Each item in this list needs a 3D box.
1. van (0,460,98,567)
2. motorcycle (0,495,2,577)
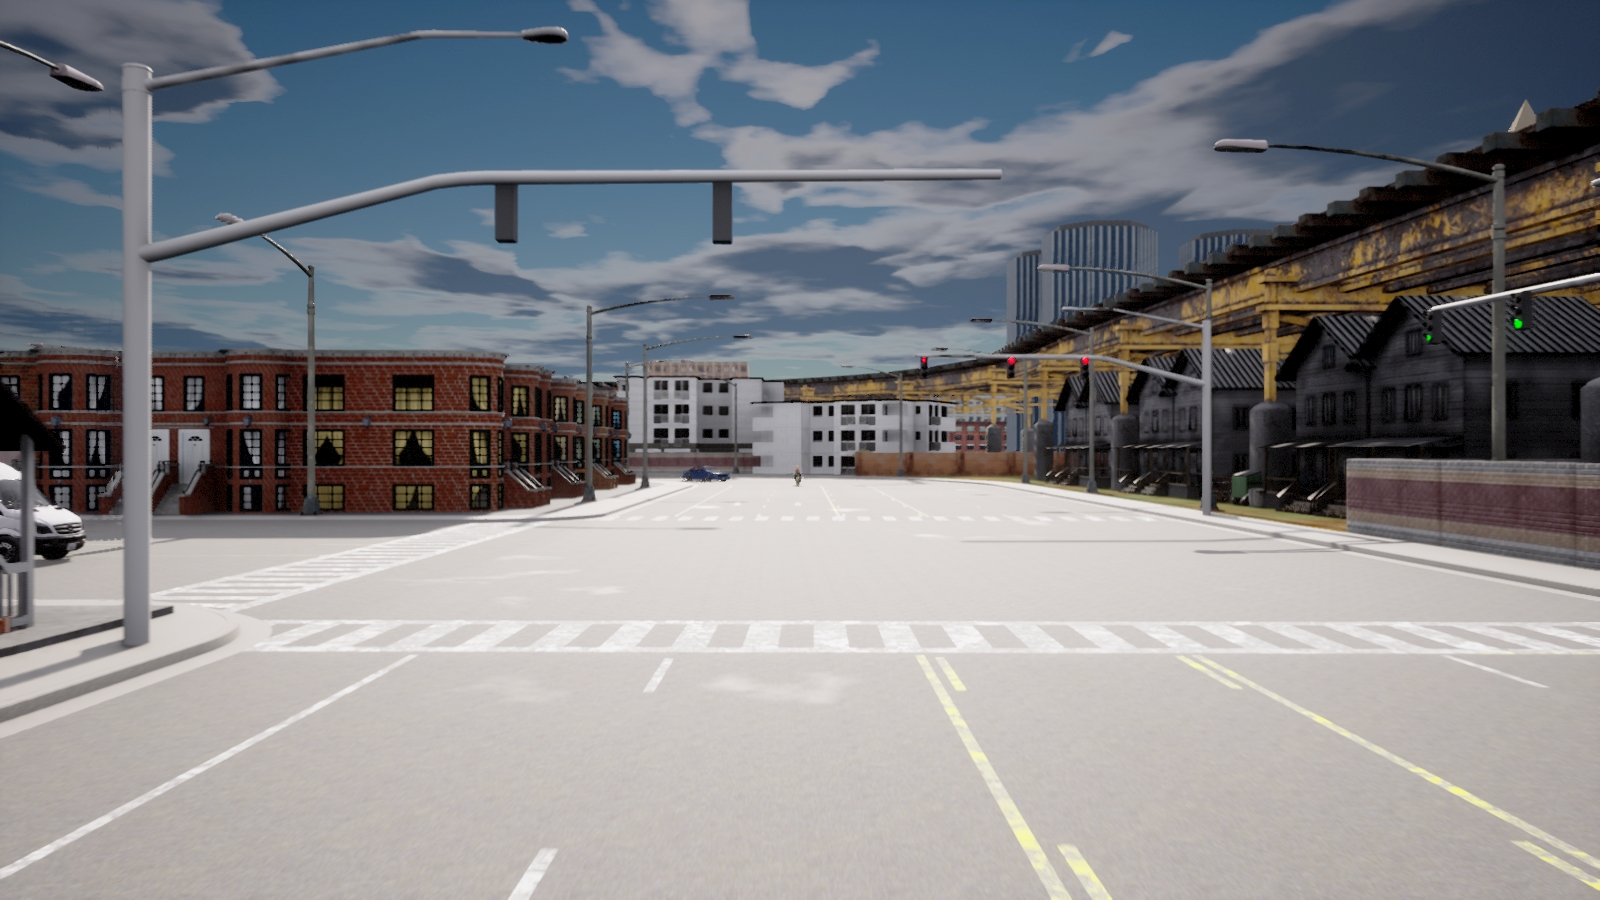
[{"bbox_3d":[-21.075,1.531,28.471,5.915,2.561,1.988,0,0,0],"label":"van"},{"bbox_3d":[-18.885,1.904,24.969,2.356,1.802,0.764,0,0,0],"label":"motorcycle"}]
